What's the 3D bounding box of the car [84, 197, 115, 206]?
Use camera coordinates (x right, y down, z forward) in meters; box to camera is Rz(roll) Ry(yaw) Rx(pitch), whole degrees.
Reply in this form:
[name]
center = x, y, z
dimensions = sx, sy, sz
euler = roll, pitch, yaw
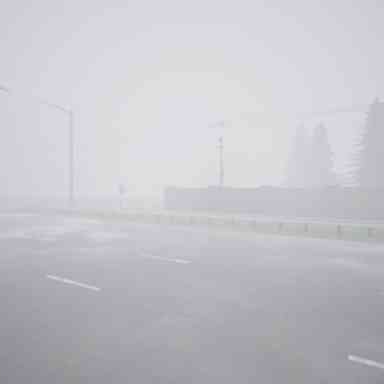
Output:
[car]
center = -13.053, 1.351, 47.015
dimensions = 4.181, 1.385, 1.994
euler = 0, 0, -26
